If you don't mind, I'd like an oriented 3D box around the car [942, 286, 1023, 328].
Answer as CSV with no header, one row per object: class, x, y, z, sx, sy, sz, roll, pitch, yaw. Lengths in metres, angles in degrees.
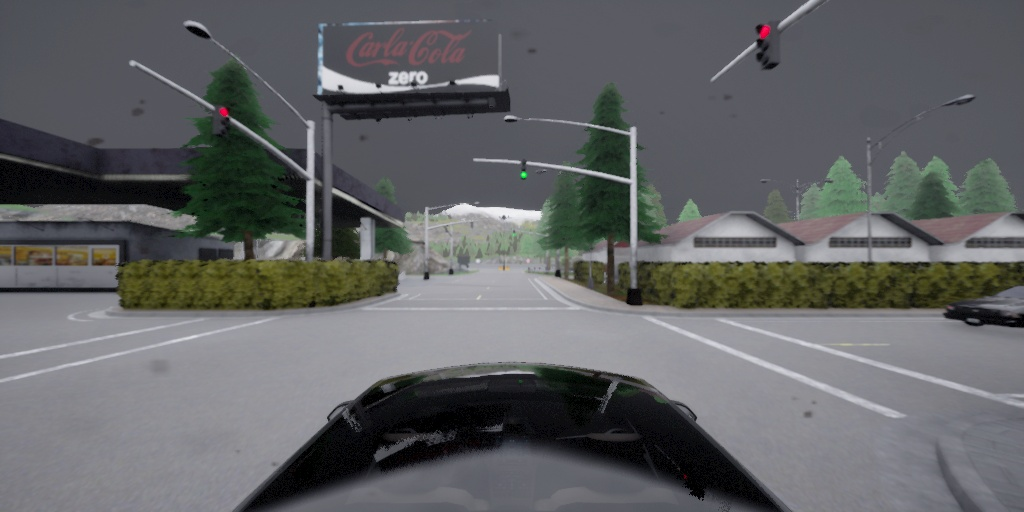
car,16.912,1.603,11.078,5.357,1.411,2.033,0,-1,0
